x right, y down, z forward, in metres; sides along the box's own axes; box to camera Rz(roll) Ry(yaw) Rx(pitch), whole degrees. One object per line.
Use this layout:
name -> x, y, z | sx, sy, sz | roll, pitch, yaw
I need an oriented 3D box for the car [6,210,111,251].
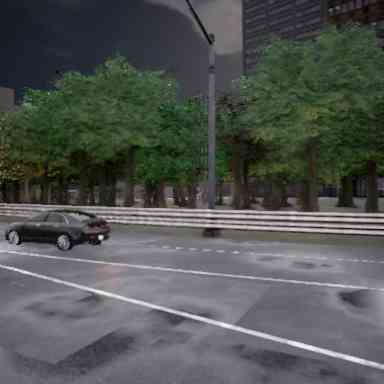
car -> -5.707, 1.520, 14.022 | 4.892, 1.490, 1.837 | 0, 0, 26
